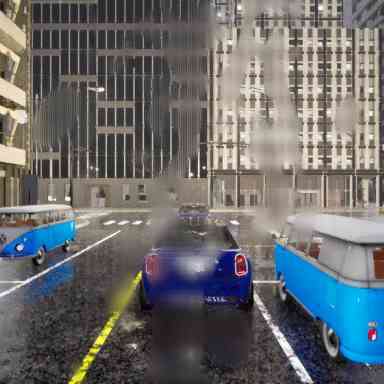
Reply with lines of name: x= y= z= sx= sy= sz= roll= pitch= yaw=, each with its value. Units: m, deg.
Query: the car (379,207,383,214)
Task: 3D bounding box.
car: x=18.984 y=1.490 z=29.013 sx=4.829 sy=1.417 sz=1.752 roll=0 pitch=0 yaw=0

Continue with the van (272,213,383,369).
van: x=2.559 y=1.343 z=5.593 sx=1.690 sy=1.788 sz=3.998 roll=0 pitch=0 yaw=0

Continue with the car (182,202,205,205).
car: x=0.088 y=1.359 z=17.992 sx=2.097 sy=1.767 sz=4.553 roll=0 pitch=0 yaw=0

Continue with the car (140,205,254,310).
car: x=0.085 y=1.354 z=7.966 sx=2.097 sy=1.767 sz=4.553 roll=0 pitch=0 yaw=0

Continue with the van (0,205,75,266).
van: x=-5.333 y=1.345 z=11.261 sx=1.690 sy=1.788 sz=3.998 roll=0 pitch=0 yaw=0
